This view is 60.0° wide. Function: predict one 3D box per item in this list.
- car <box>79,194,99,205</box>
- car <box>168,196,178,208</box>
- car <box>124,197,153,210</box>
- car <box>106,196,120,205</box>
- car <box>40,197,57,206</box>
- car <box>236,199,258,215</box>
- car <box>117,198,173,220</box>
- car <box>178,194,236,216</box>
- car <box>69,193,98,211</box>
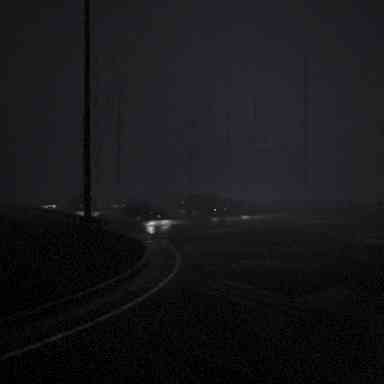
[{"bbox_3d":[-18.714,1.357,60.527,2.097,1.767,4.553,0,0,-36],"label":"car"},{"bbox_3d":[-1.544,1.324,42.599,2.097,1.767,4.553,0,0,-36],"label":"car"},{"bbox_3d":[-7.212,1.502,44.479,1.812,1.442,4.674,0,0,-36],"label":"car"},{"bbox_3d":[-13.817,1.449,59.668,1.882,1.535,5.008,0,0,-35],"label":"car"},{"bbox_3d":[-24.368,1.595,56.401,1.994,1.385,4.181,0,0,-36],"label":"car"},{"bbox_3d":[4.513,1.450,34.220,1.882,1.535,5.008,0,0,-36],"label":"car"},{"bbox_3d":[-4.135,1.532,28.258,2.033,1.411,5.357,0,0,-36],"label":"car"},{"bbox_3d":[1.364,1.198,32.605,2.150,2.045,5.566,0,0,-36],"label":"car"},{"bbox_3d":[-13.658,1.203,41.427,2.150,2.045,5.566,0,0,-36],"label":"car"}]
